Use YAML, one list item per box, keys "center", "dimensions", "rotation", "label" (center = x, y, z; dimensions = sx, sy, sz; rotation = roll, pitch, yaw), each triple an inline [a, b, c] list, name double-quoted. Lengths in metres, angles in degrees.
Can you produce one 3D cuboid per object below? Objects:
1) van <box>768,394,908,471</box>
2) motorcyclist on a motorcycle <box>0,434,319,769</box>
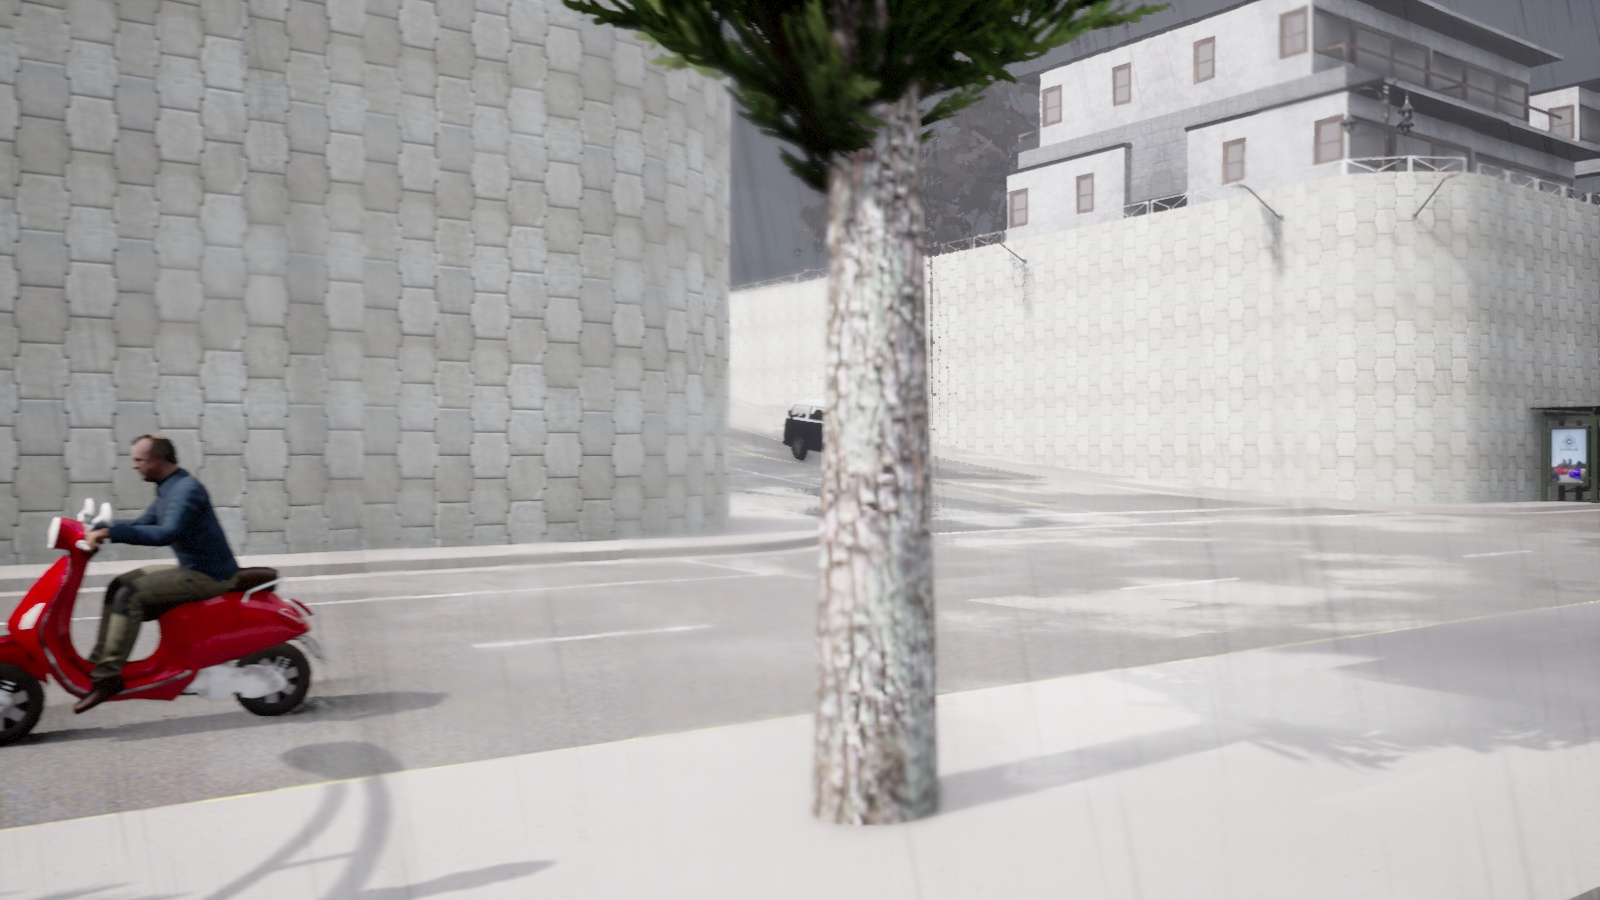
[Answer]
- center: [1.136, -0.588, 39.813]
  dimensions: [2.069, 2.038, 4.480]
  rotation: [1, 5, -35]
  label: "van"
- center: [-3.600, 0.722, 6.636]
  dimensions: [1.817, 1.590, 0.866]
  rotation: [0, 0, -35]
  label: "motorcyclist on a motorcycle"
